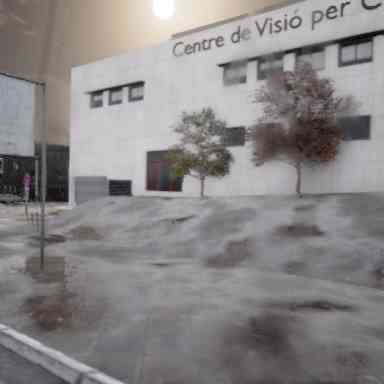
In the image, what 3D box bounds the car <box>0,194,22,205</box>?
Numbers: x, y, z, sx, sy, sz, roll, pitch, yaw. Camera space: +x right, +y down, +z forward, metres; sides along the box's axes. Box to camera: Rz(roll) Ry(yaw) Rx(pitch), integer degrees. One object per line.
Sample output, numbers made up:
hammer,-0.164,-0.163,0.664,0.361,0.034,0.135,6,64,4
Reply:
car,-25.882,1.019,45.416,2.128,1.511,4.902,2,0,33
